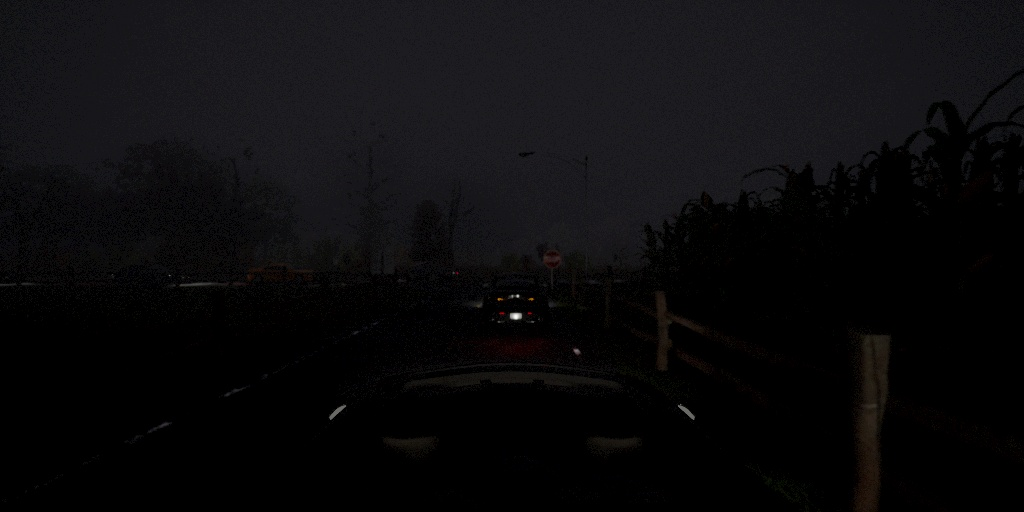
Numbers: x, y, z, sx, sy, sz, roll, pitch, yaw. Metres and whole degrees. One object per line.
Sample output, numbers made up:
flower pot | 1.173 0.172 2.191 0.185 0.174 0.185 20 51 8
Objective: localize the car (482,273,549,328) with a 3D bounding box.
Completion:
car | 0.101 1.294 11.574 1.837 1.490 4.892 0 0 0

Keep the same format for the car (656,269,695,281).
car | 14.615 1.430 29.816 4.718 1.301 1.895 0 0 1

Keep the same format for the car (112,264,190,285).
car | -27.571 1.398 27.461 4.892 1.490 1.837 0 0 1

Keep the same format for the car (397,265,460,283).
car | -6.936 1.419 29.412 5.357 1.411 2.033 0 -1 24

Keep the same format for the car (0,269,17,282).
car | -41.308 1.402 27.672 4.892 1.490 1.837 0 0 1

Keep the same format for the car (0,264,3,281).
car | -47.215 1.417 30.634 4.892 1.490 1.837 0 0 1

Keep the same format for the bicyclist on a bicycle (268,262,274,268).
bicyclist on a bicycle | -22.418 1.368 33.360 0.582 1.620 1.656 0 0 1

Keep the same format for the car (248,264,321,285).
car | -17.226 1.357 27.317 5.008 1.535 1.882 0 0 1
